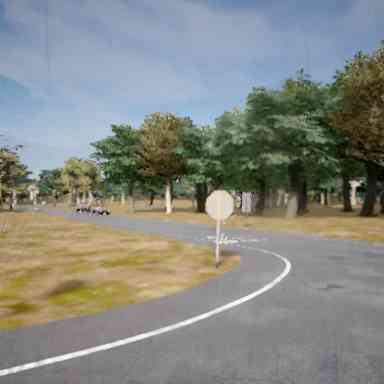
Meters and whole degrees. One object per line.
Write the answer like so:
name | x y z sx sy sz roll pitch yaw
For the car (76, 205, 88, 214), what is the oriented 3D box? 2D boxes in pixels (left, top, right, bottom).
car | -18.655 2.963 57.377 1.882 1.535 5.008 3 -3 -33

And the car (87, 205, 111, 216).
car | -13.709 2.862 49.702 1.895 1.301 4.718 3 -3 -32
